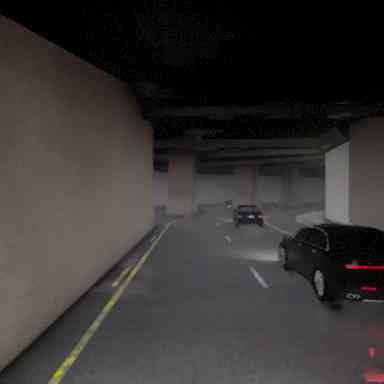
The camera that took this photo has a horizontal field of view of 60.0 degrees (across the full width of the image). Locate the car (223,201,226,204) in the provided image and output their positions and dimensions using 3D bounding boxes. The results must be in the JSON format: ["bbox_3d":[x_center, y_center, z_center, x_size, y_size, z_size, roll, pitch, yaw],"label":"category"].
[{"bbox_3d":[7.822,1.602,57.020,5.357,1.411,2.033,0,0,-37],"label":"car"}]

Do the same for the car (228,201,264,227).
[{"bbox_3d":[3.818,1.570,23.144,2.033,1.411,5.357,0,0,4],"label":"car"}]

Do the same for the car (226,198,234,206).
[{"bbox_3d":[8.215,1.528,52.750,5.008,1.535,1.882,0,0,-38],"label":"car"}]

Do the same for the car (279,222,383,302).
[{"bbox_3d":[3.544,1.513,8.236,1.837,1.490,4.892,0,0,1],"label":"car"}]
